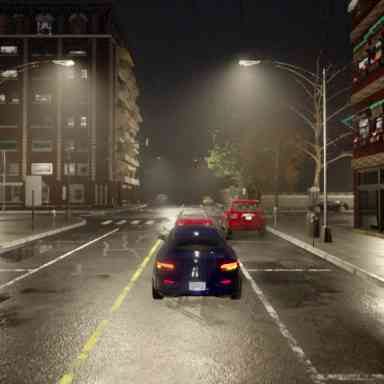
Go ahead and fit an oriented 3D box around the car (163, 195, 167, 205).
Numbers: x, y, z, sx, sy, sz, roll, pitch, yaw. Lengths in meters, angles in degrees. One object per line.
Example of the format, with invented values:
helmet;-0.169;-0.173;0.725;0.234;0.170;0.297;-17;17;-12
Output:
car;-5.687;1.617;56.246;1.802;1.307;4.206;1;0;0

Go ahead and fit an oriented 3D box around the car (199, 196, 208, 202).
car;2.688;1.623;78.395;1.947;1.339;4.313;1;0;0

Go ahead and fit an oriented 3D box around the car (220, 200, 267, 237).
car;2.705;1.323;18.212;2.192;1.841;5.009;1;0;0

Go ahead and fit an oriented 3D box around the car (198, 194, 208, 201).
car;2.692;1.379;83.933;2.192;1.841;5.009;1;0;0

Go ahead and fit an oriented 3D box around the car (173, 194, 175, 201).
car;-5.691;1.608;78.402;2.008;1.369;4.403;1;0;0

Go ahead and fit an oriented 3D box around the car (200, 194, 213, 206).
car;2.693;1.561;56.413;1.752;1.417;4.829;1;0;0

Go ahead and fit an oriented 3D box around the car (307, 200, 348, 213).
car;15.206;1.608;37.247;4.313;1.339;1.947;0;-1;1

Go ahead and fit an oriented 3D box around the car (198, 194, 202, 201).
car;2.690;1.602;72.856;2.008;1.369;4.403;1;0;0

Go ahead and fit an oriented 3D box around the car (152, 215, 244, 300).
car;0.100;1.529;8.281;1.812;1.442;4.674;0;0;0

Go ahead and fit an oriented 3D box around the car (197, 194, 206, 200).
car;2.690;1.393;95.009;2.192;1.841;5.009;1;0;0

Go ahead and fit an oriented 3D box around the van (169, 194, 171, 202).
van;-5.685;1.387;67.324;1.690;1.788;3.998;1;0;0

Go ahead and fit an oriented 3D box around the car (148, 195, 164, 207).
car;-5.686;1.613;50.709;1.802;1.307;4.206;1;0;0

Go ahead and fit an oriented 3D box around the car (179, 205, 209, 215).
car;0.097;1.608;18.025;1.895;1.301;4.718;0;0;0

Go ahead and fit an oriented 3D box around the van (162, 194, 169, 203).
van;-5.684;1.381;61.786;1.690;1.788;3.998;1;0;0

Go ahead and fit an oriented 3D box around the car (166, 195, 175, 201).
car;-5.694;1.622;89.479;2.008;1.369;4.403;1;0;0

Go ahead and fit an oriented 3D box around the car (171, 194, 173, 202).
car;-5.690;1.633;72.863;1.802;1.307;4.206;1;0;0

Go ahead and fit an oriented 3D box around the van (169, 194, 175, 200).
van;-5.691;1.419;95.017;1.690;1.788;3.998;1;0;0
